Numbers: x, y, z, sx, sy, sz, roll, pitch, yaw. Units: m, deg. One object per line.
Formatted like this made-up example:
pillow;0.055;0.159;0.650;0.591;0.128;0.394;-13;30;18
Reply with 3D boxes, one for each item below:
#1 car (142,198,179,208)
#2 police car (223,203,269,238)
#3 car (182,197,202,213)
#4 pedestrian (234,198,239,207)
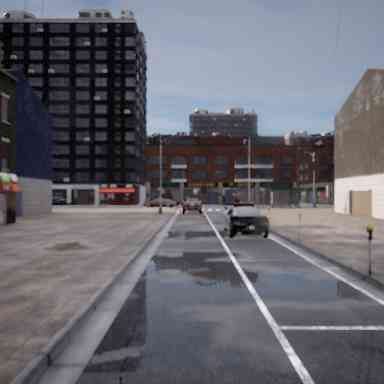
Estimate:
car;-4.547;1.572;48.717;5.357;1.411;2.033;0;0;14
police car;2.751;1.424;17.853;1.930;1.638;5.238;0;0;0
car;0.003;1.360;36.705;2.097;1.767;4.553;0;0;0
pedestrian;2.751;1.293;20.868;0.375;1.860;0.375;0;0;0
